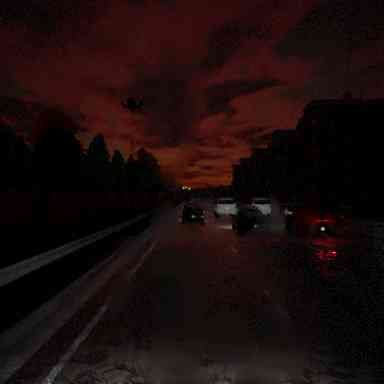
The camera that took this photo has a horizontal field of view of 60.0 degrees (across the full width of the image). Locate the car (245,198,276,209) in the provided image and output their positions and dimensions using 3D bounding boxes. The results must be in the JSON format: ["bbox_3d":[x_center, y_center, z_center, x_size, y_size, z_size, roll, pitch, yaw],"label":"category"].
[{"bbox_3d":[7.045,1.670,35.944,2.150,2.045,5.566,0,0,0],"label":"car"}]

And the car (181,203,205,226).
[{"bbox_3d":[0.095,1.880,26.788,2.033,1.411,5.357,0,-1,0],"label":"car"}]

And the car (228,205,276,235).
[{"bbox_3d":[3.591,1.784,20.764,1.812,1.442,4.674,0,-1,0],"label":"car"}]

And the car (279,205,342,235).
[{"bbox_3d":[7.093,1.761,20.453,1.837,1.490,4.892,0,0,0],"label":"car"}]

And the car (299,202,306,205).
[{"bbox_3d":[13.999,2.026,44.092,1.882,1.535,5.008,0,0,0],"label":"car"}]

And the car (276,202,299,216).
[{"bbox_3d":[10.529,1.989,38.793,1.837,1.490,4.892,0,0,0],"label":"car"}]

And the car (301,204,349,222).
[{"bbox_3d":[10.583,1.939,27.136,1.895,1.301,4.718,0,-1,0],"label":"car"}]

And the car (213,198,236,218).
[{"bbox_3d":[3.540,1.674,36.316,2.150,2.045,5.566,0,0,0],"label":"car"}]

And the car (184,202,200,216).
[{"bbox_3d":[-0.028,2.020,39.969,1.812,1.442,4.674,0,-1,0],"label":"car"}]

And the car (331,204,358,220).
[{"bbox_3d":[14.064,1.878,32.102,1.882,1.535,5.008,0,-1,0],"label":"car"}]
